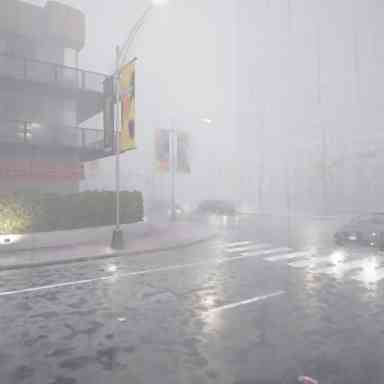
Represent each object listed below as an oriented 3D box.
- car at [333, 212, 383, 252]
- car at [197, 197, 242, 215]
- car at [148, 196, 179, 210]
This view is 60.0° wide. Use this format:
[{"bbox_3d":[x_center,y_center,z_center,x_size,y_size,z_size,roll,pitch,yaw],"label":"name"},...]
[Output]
[{"bbox_3d":[7.730,1.564,13.801,4.181,1.385,1.994,0,0,-35],"label":"car"},{"bbox_3d":[2.421,1.505,33.824,1.837,1.490,4.892,0,0,-35],"label":"car"},{"bbox_3d":[-3.354,1.564,42.093,1.994,1.385,4.181,0,0,-35],"label":"car"}]
